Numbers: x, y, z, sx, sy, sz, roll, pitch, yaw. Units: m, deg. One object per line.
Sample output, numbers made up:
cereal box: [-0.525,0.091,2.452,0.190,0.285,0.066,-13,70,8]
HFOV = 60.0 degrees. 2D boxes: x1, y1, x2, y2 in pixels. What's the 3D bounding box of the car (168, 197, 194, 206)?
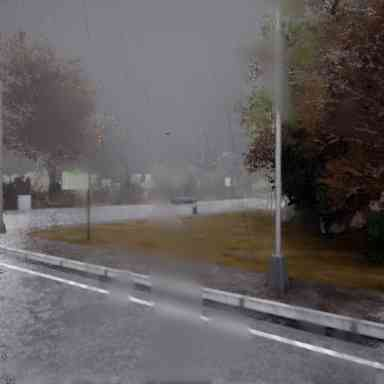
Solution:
car: [-1.476,1.401,51.172,1.895,1.301,4.718,0,0,37]
